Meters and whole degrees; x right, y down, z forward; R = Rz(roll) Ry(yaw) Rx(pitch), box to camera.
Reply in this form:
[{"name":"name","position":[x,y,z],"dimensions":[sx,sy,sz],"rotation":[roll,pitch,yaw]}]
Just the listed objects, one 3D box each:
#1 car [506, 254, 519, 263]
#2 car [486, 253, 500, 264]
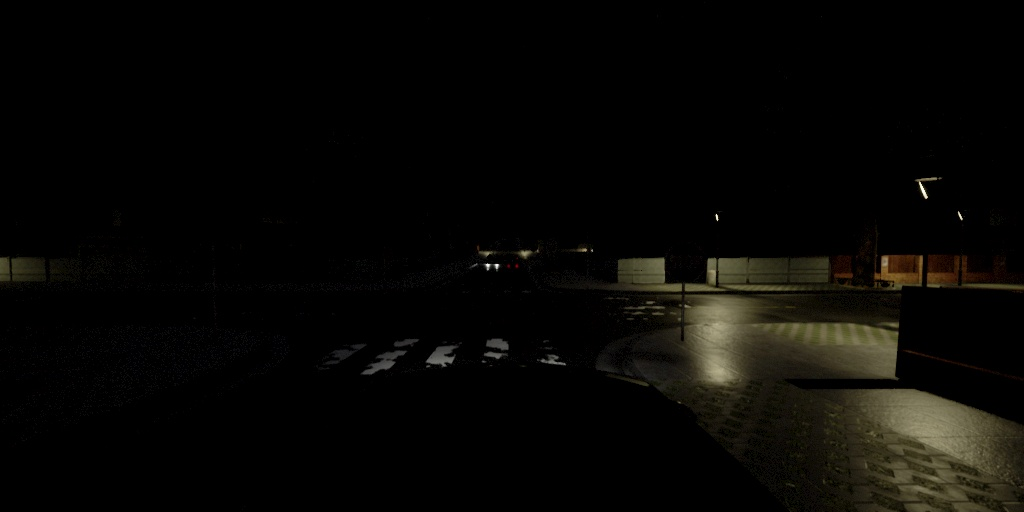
[{"name":"car","position":[0.107,0.347,51.611],"dimensions":[1.895,1.301,4.718],"rotation":[0,2,0]},{"name":"car","position":[-2.649,0.311,51.052],"dimensions":[2.033,1.411,5.357],"rotation":[0,2,0]}]
